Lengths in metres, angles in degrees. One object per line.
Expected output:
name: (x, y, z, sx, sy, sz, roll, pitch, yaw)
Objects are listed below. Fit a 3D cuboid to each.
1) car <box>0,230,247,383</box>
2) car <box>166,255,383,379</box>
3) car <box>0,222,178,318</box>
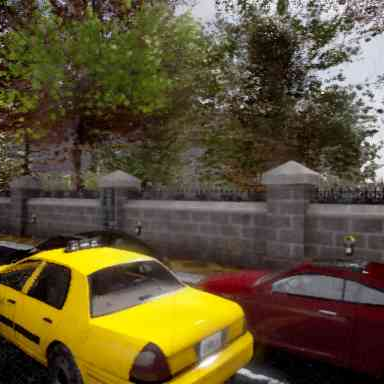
car: (-1.767, 1.465, 4.917, 5.366, 1.575, 1.801, 0, 0, 40)
car: (1.872, 1.594, 4.760, 4.206, 1.307, 1.802, 0, 0, 36)
car: (-2.639, 1.580, 7.992, 4.313, 1.339, 1.947, 0, 0, 36)
